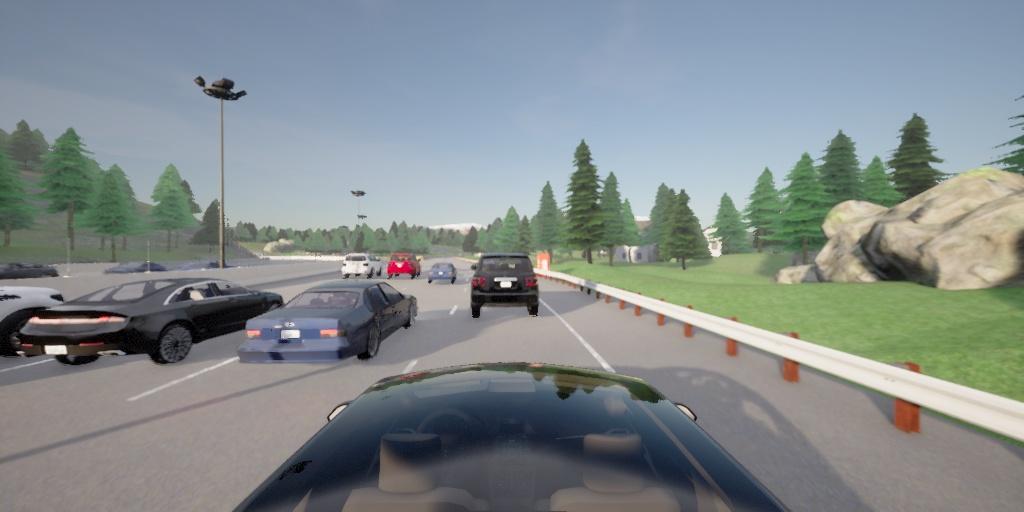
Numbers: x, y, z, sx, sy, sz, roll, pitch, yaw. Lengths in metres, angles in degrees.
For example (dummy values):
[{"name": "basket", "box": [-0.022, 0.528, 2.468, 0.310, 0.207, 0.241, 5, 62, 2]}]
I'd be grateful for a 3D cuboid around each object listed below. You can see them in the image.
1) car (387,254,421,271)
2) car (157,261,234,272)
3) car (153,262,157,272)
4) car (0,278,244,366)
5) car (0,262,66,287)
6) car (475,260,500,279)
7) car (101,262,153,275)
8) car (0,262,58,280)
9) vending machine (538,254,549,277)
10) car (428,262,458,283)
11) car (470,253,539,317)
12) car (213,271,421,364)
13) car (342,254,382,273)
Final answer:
[{"name": "car", "box": [-9.147, 0.830, 30.627, 2.150, 2.045, 5.566, 0, 0, -8]}, {"name": "car", "box": [-22.874, 1.133, 26.505, 1.882, 1.535, 5.008, 0, 0, -8]}, {"name": "car", "box": [-26.855, 1.188, 30.511, 2.033, 1.411, 5.357, 0, 0, -6]}, {"name": "car", "box": [-7.113, 1.220, 7.951, 2.128, 1.511, 4.902, 0, 0, -2]}, {"name": "car", "box": [-33.083, 1.183, 23.438, 2.128, 1.511, 4.902, 0, 0, -7]}, {"name": "car", "box": [-2.211, 1.097, 31.400, 1.837, 1.490, 4.892, 0, 0, -8]}, {"name": "car", "box": [-30.301, 1.181, 29.052, 1.812, 1.442, 4.674, 0, 0, -8]}, {"name": "car", "box": [-10.513, 0.970, 5.329, 2.150, 2.045, 5.566, 0, 0, -1]}, {"name": "vending machine", "box": [2.789, 0.777, 31.769, 1.100, 2.100, 0.880, 0, 0, -8]}, {"name": "car", "box": [-4.995, 1.173, 26.091, 2.033, 1.411, 5.357, 0, 0, -7]}, {"name": "car", "box": [-0.330, 0.910, 13.127, 2.150, 2.045, 5.566, 0, 0, -3]}, {"name": "car", "box": [-3.591, 1.269, 8.190, 2.033, 1.411, 5.357, 0, 0, -2]}, {"name": "car", "box": [-12.680, 0.837, 30.627, 2.150, 2.045, 5.566, 0, 0, -8]}]
